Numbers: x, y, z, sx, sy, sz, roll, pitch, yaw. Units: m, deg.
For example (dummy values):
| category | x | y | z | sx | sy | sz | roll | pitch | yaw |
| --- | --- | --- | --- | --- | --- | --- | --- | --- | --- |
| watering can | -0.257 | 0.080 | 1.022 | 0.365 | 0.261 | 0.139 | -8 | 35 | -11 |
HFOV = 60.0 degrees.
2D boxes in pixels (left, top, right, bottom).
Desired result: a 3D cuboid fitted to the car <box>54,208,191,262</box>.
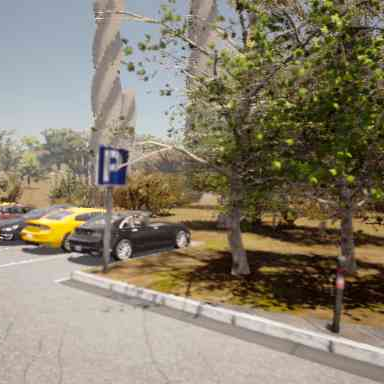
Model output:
| category | x | y | z | sx | sy | sz | roll | pitch | yaw |
| --- | --- | --- | --- | --- | --- | --- | --- | --- | --- |
| car | -1.984 | 1.428 | 11.947 | 2.231 | 1.521 | 4.892 | 1 | 0 | 37 |

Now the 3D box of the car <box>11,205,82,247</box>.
| category | x | y | z | sx | sy | sz | roll | pitch | yaw |
| --- | --- | --- | --- | --- | --- | --- | --- | --- | --- |
| car | -4.195 | 1.396 | 13.591 | 2.097 | 1.535 | 5.008 | 1 | 0 | 37 |

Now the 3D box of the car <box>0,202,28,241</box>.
| category | x | y | z | sx | sy | sz | roll | pitch | yaw |
| --- | --- | --- | --- | --- | --- | --- | --- | --- | --- |
| car | -6.398 | 1.364 | 15.242 | 2.231 | 1.521 | 4.892 | 1 | 0 | 37 |
